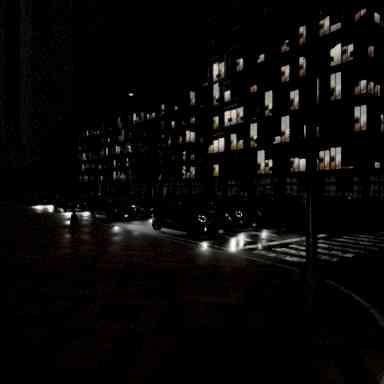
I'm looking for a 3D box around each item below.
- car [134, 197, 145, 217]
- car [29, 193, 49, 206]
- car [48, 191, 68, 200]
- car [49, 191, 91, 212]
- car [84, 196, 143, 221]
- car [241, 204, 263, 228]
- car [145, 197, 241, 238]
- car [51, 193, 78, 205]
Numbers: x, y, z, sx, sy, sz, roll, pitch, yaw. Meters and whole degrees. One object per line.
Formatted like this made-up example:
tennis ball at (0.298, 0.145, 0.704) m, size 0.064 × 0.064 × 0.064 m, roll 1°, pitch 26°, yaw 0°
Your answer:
car at (-3.986, 1.126, 26.646) m, size 2.033 × 1.411 × 5.357 m, roll 0°, pitch 1°, yaw -38°
car at (-17.600, 0.817, 38.745) m, size 1.994 × 1.385 × 4.181 m, roll 0°, pitch 1°, yaw -37°
car at (-22.592, 0.540, 55.880) m, size 1.895 × 1.301 × 4.718 m, roll 0°, pitch 1°, yaw -38°
car at (-11.399, 0.943, 30.807) m, size 1.837 × 1.490 × 4.892 m, roll 0°, pitch 1°, yaw -38°
car at (-5.673, 1.208, 23.539) m, size 1.895 × 1.301 × 4.718 m, roll 0°, pitch 1°, yaw -38°
car at (1.891, 1.104, 19.212) m, size 2.097 × 1.767 × 4.553 m, roll 0°, pitch 1°, yaw -38°
car at (-0.095, 1.124, 16.481) m, size 2.097 × 1.767 × 4.553 m, roll 0°, pitch 1°, yaw -38°
car at (-16.331, 0.812, 42.405) m, size 1.895 × 1.301 × 4.718 m, roll 0°, pitch 1°, yaw -38°
